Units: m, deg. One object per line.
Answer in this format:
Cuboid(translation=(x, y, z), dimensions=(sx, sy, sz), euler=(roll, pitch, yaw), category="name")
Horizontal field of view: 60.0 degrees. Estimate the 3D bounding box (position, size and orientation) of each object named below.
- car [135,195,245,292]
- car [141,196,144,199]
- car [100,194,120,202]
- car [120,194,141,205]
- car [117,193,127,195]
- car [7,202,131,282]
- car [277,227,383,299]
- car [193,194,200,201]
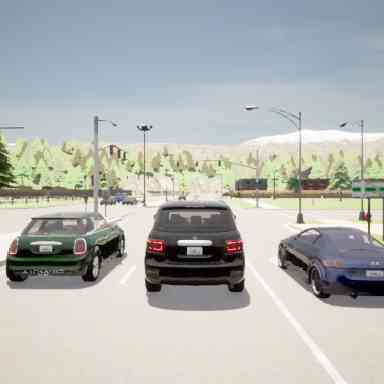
Cuboid(translation=(0.075, 1.221, 9.051), dimensions=(2.150, 2.045, 5.566), euler=(0, 0, 1), category="car")
Cuboid(translation=(-10.658, 1.526, 67.874), dimensions=(1.812, 1.442, 4.674), euler=(0, 0, 1), category="car")
Cuboid(translation=(-14.392, 1.564, 57.206), dimensions=(1.994, 1.385, 4.181), euler=(0, 0, 1), category="car")
Cuboid(translation=(-10.864, 1.547, 58.292), dimensions=(2.033, 1.411, 5.357), euler=(0, 0, 1), category="car")
Cuboid(translation=(-14.186, 1.221, 66.561), dimensions=(2.150, 2.045, 5.566), euler=(0, 0, 1), category="car")
Cuboid(translation=(-3.417, 1.352, 9.946), dimensions=(2.097, 1.767, 4.553), euler=(0, 0, 0), category="car")
Cuboid(translation=(3.578, 1.564, 8.505), dimensions=(1.994, 1.385, 4.181), euler=(0, 0, 0), category="car")
Cuboid(translation=(1.116, 1.311, 83.397), dimensions=(1.882, 1.535, 5.008), euler=(0, 0, 1), category="car")
